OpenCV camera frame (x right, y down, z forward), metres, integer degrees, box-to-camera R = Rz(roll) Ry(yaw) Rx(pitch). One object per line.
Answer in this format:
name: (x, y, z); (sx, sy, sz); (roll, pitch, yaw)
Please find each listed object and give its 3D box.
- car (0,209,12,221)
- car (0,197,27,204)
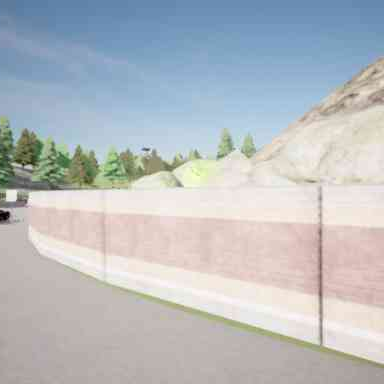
car: (-16.042, 1.808, 26.318); (1.895, 1.301, 4.718); (0, 0, -8)
car: (-31.119, 1.638, 57.439); (1.882, 1.535, 5.008); (-1, 0, 27)
